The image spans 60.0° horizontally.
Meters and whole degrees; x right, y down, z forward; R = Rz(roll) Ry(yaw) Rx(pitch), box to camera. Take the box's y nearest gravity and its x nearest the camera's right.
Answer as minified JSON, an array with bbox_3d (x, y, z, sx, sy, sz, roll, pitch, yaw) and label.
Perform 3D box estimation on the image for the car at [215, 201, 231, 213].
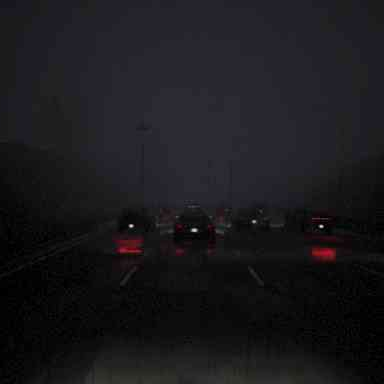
[{"bbox_3d":[3.654,1.796,37.865,1.812,1.442,4.674,0,0,0],"label":"car"}]

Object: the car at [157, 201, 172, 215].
[{"bbox_3d":[-3.346,1.796,37.867,1.812,1.442,4.674,0,0,0],"label":"car"}]

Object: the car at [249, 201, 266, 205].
[{"bbox_3d":[7.168,1.768,36.915,1.837,1.490,4.892,0,0,0],"label":"car"}]

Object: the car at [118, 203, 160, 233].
[{"bbox_3d":[-3.384,1.655,21.001,1.837,1.490,4.892,0,0,0],"label":"car"}]

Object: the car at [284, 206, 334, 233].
[{"bbox_3d":[7.115,1.652,20.695,1.837,1.490,4.892,0,0,0],"label":"car"}]

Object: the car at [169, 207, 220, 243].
[{"bbox_3d":[0.105,1.684,16.724,1.994,1.385,4.181,0,0,0],"label":"car"}]

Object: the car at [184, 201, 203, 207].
[{"bbox_3d":[0.169,1.754,36.791,2.128,1.511,4.902,0,0,0],"label":"car"}]

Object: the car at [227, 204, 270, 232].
[{"bbox_3d":[3.619,1.716,21.289,1.994,1.385,4.181,0,0,0],"label":"car"}]
